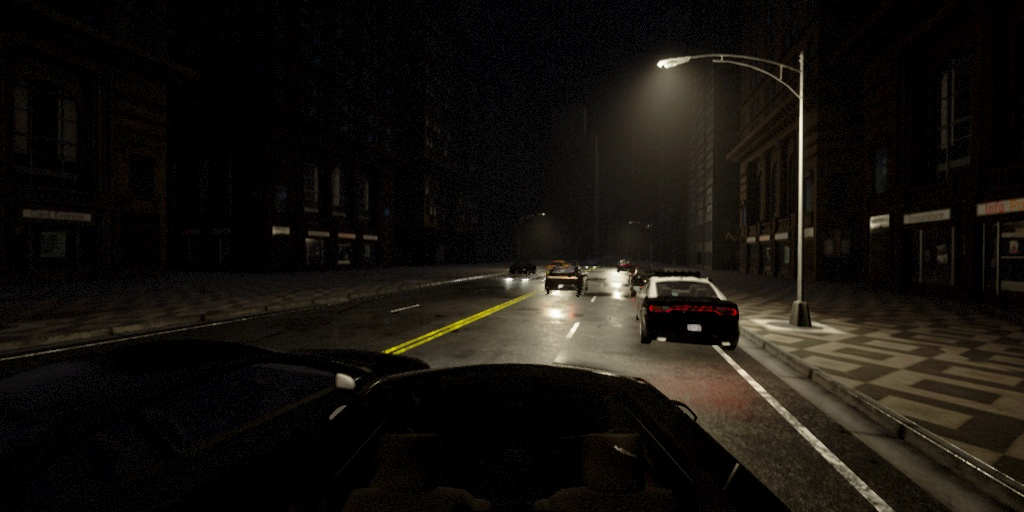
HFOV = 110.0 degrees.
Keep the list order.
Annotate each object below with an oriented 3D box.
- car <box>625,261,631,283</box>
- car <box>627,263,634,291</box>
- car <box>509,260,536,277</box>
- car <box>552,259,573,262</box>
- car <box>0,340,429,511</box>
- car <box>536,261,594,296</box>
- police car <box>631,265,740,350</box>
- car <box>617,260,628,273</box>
[{"bbox_3d":[8.958,1.318,24.653,1.812,1.442,4.674,0,0,17],"label":"car"},{"bbox_3d":[7.202,1.288,18.916,1.837,1.490,4.892,0,0,17],"label":"car"},{"bbox_3d":[1.126,1.211,36.052,1.882,1.535,5.008,0,0,17],"label":"car"},{"bbox_3d":[4.714,1.236,36.670,1.882,1.535,5.008,0,0,17],"label":"car"},{"bbox_3d":[-2.150,1.297,2.521,1.994,1.385,4.181,1,0,17],"label":"car"},{"bbox_3d":[3.048,1.245,19.438,2.128,1.511,4.902,0,0,17],"label":"car"},{"bbox_3d":[4.309,1.196,9.458,1.930,1.638,5.238,0,0,17],"label":"police car"},{"bbox_3d":[13.988,1.317,44.328,2.128,1.511,4.902,0,0,18],"label":"car"}]
